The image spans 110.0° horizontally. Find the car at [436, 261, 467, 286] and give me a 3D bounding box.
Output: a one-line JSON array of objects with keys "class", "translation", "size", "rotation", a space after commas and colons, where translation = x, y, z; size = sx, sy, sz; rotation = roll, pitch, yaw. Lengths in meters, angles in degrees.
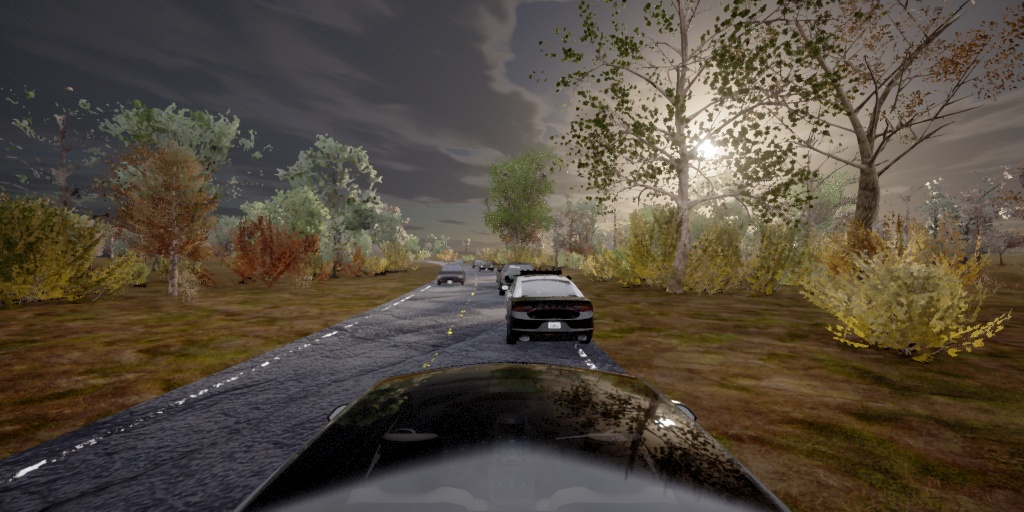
[{"class": "car", "translation": [-4.191, 1.296, 25.594], "size": [2.033, 1.411, 5.357], "rotation": [0, 0, -5]}]

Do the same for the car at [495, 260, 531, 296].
[{"class": "car", "translation": [0.292, 1.100, 19.637], "size": [2.097, 1.767, 4.553], "rotation": [0, 0, -4]}]

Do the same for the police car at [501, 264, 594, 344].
[{"class": "police car", "translation": [0.765, 1.175, 9.708], "size": [1.930, 1.638, 5.238], "rotation": [0, 0, -2]}]

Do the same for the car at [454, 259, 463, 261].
[{"class": "car", "translation": [-8.310, 1.238, 56.098], "size": [2.128, 1.511, 4.902], "rotation": [0, 0, -11]}]

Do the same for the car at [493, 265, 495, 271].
[{"class": "car", "translation": [-0.155, 1.254, 25.697], "size": [1.837, 1.490, 4.892], "rotation": [0, 0, -5]}]

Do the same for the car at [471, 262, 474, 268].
[{"class": "car", "translation": [-5.592, 1.292, 58.841], "size": [2.033, 1.411, 5.357], "rotation": [0, 0, -11]}]

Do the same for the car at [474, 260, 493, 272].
[{"class": "car", "translation": [-3.495, 1.347, 46.602], "size": [1.895, 1.301, 4.718], "rotation": [0, 0, -9]}]
